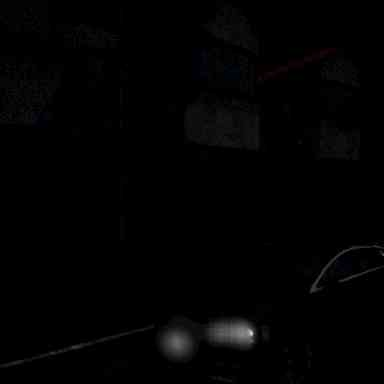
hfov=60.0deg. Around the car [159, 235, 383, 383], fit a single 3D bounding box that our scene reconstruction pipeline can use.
[{"bbox_3d":[1.829,1.494,5.283,4.902,1.511,2.128,0,0,-35],"label":"car"}]
